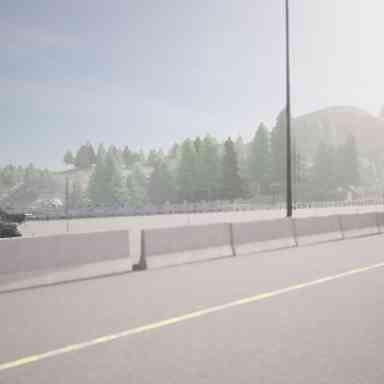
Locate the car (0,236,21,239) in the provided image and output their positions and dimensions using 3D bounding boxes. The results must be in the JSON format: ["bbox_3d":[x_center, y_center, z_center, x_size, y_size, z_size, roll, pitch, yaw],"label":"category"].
[{"bbox_3d":[-8.377,1.518,10.910,4.892,1.490,1.837,0,0,-36],"label":"car"}]
